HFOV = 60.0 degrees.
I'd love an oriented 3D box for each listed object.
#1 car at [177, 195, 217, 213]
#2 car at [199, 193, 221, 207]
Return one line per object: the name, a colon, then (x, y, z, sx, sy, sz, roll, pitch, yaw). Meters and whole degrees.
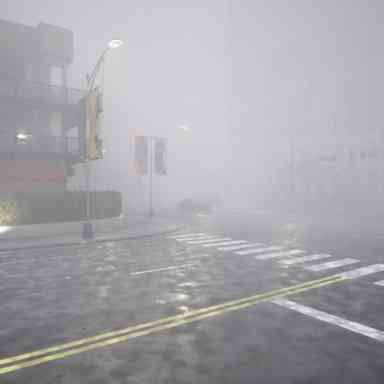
car: (0.219, 1.477, 37.104, 1.882, 1.535, 5.008, 0, 0, -35)
car: (1.984, 1.221, 48.812, 2.150, 2.045, 5.566, 0, 0, -33)
